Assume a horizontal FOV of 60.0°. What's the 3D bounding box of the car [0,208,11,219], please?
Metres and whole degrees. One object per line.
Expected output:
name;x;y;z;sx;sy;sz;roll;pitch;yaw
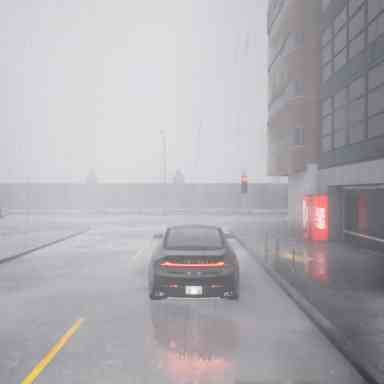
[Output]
car;-17.290;1.601;26.770;4.718;1.301;1.895;0;0;0

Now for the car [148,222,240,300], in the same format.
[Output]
car;0.055;1.505;8.361;1.837;1.490;4.892;0;0;1
